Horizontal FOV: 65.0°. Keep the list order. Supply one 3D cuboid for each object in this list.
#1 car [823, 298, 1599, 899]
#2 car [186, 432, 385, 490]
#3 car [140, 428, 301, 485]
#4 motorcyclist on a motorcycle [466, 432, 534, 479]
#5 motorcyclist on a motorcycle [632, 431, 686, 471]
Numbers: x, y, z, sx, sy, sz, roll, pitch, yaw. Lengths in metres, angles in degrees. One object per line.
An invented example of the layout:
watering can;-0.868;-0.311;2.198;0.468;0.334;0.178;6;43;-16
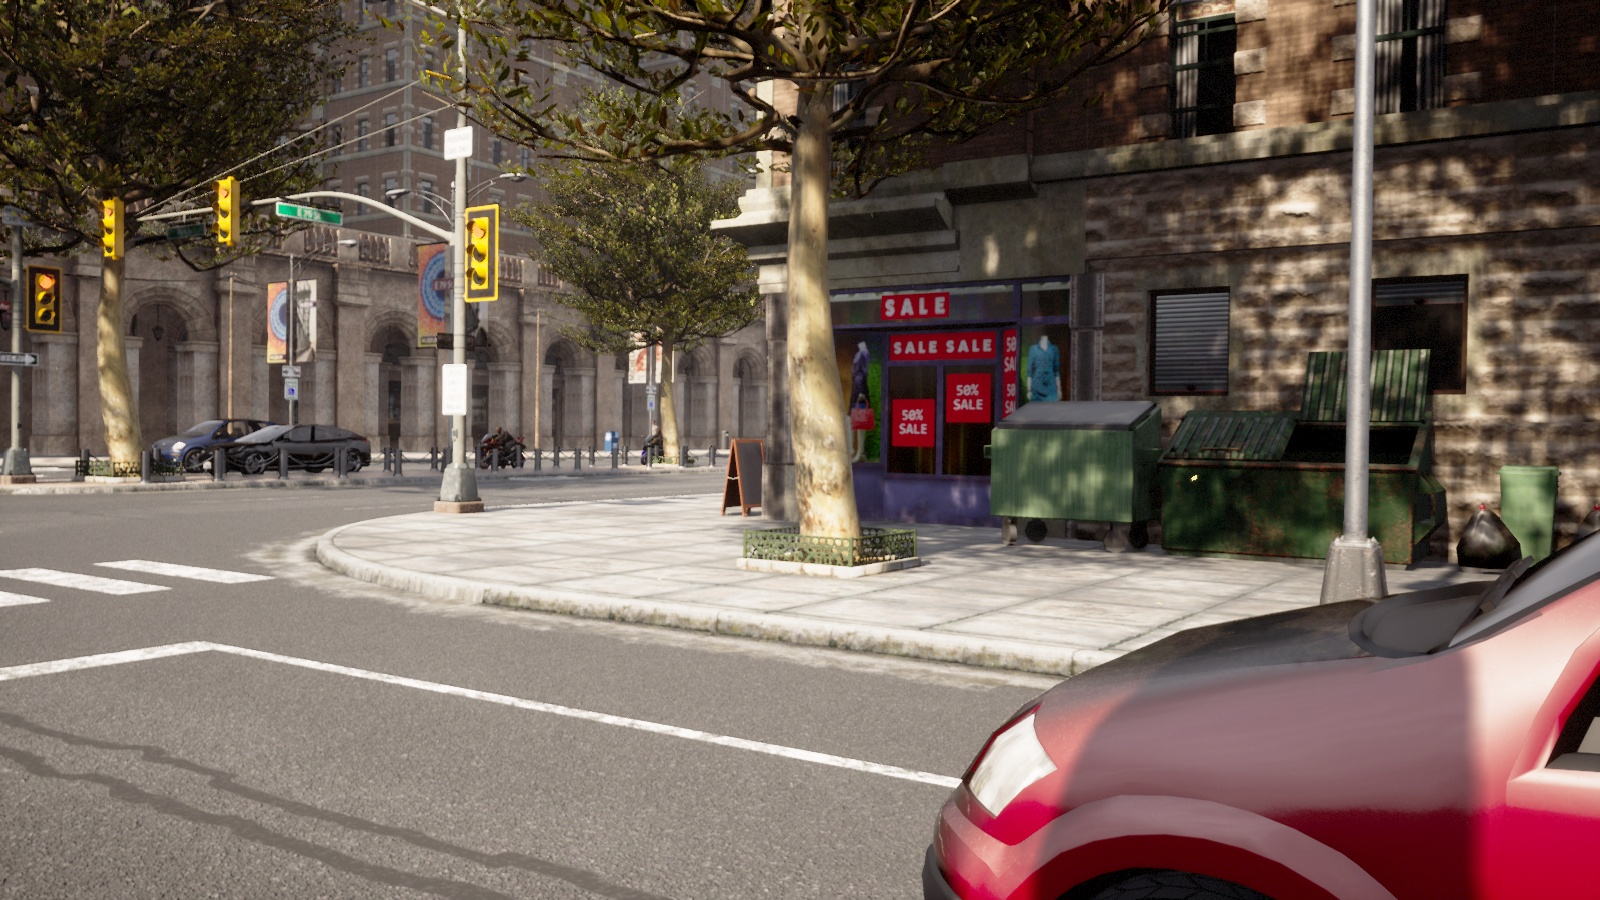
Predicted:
car;2.222;0.583;2.145;3.988;1.617;1.851;0;1;34
car;-14.508;0.259;35.673;2.163;1.488;4.792;0;1;35
car;-17.354;0.142;37.770;1.851;1.617;3.988;0;1;35
motorcyclist on a motorcycle;-10.093;0.164;42.327;0.866;1.530;2.191;0;1;34
motorcyclist on a motorcycle;-5.495;0.029;49.162;0.866;1.530;2.191;0;1;34
